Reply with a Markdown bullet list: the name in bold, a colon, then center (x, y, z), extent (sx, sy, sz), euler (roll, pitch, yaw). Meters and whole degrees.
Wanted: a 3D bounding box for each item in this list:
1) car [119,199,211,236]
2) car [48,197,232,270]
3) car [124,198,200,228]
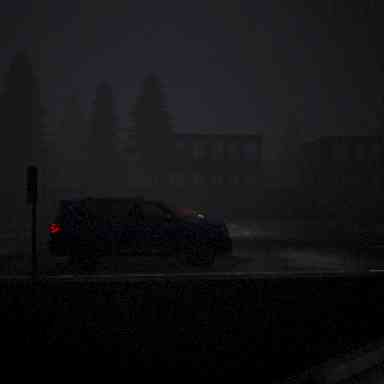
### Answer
- **car**: center (-1.425, 1.304, 17.575), extent (4.553, 1.767, 2.097), euler (0, 0, -5)
- **car**: center (-1.570, 1.193, 10.538), extent (5.566, 2.045, 2.150), euler (0, 0, -5)
- **car**: center (-1.843, 1.294, 21.053), extent (4.553, 1.767, 2.097), euler (0, 0, -5)
